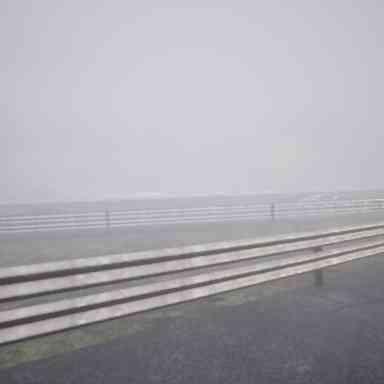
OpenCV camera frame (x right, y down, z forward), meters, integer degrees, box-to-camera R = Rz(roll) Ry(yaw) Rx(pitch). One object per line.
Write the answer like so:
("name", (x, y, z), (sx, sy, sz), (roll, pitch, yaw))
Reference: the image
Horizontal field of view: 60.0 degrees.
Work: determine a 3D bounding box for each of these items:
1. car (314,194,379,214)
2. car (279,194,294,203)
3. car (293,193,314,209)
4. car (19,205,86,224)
("car", (13.184, 0.942, 27.711), (4.902, 1.511, 2.128), (-2, 1, -12))
("car", (11.467, 0.901, 34.500), (4.892, 1.490, 1.837), (-2, 1, -12))
("car", (12.304, 0.949, 31.100), (4.674, 1.442, 1.812), (-2, 1, -12))
("car", (-10.872, 1.781, 25.920), (4.902, 1.511, 2.128), (-2, 1, -13))
